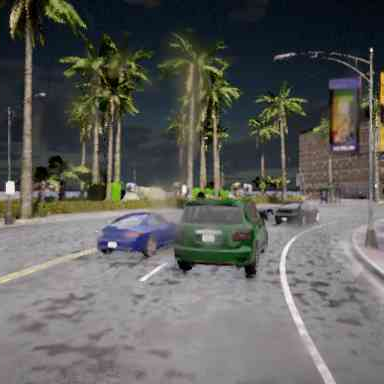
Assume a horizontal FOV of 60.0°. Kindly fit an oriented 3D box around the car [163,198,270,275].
[{"bbox_3d":[1.144,1.205,10.690,2.150,2.045,5.566,0,0,16],"label":"car"}]

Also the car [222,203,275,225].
[{"bbox_3d":[4.335,1.556,24.916,1.895,1.301,4.718,0,0,38],"label":"car"}]

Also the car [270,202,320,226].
[{"bbox_3d":[7.388,1.464,23.125,1.837,1.490,4.892,0,1,38],"label":"car"}]

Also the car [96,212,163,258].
[{"bbox_3d":[-1.814,1.503,12.775,1.812,1.442,4.674,0,0,18],"label":"car"}]
